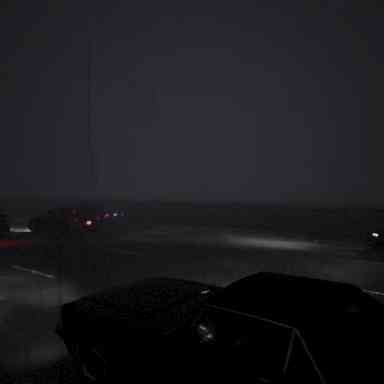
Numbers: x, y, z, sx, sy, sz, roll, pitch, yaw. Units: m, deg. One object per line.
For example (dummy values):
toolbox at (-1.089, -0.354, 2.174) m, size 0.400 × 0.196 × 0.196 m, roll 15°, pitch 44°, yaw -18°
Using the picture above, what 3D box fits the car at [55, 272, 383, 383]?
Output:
car at (0.634, 1.590, 3.538) m, size 4.718 × 1.301 × 1.895 m, roll 1°, pitch 0°, yaw 35°

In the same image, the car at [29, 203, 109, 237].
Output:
car at (-6.650, 1.450, 17.335) m, size 4.181 × 1.385 × 1.994 m, roll 1°, pitch 0°, yaw 35°

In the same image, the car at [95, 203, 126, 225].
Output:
car at (-6.703, 1.415, 21.672) m, size 5.357 × 1.411 × 2.033 m, roll 1°, pitch 0°, yaw 35°

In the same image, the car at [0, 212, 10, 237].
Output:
car at (-10.655, 1.346, 15.893) m, size 5.008 × 1.535 × 1.882 m, roll 1°, pitch 0°, yaw 35°

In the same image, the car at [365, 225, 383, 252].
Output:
car at (8.432, 1.497, 10.876) m, size 4.902 × 1.511 × 2.128 m, roll 1°, pitch 0°, yaw 36°
